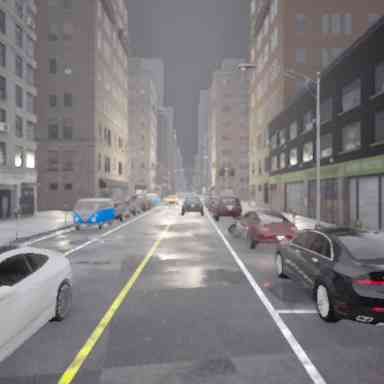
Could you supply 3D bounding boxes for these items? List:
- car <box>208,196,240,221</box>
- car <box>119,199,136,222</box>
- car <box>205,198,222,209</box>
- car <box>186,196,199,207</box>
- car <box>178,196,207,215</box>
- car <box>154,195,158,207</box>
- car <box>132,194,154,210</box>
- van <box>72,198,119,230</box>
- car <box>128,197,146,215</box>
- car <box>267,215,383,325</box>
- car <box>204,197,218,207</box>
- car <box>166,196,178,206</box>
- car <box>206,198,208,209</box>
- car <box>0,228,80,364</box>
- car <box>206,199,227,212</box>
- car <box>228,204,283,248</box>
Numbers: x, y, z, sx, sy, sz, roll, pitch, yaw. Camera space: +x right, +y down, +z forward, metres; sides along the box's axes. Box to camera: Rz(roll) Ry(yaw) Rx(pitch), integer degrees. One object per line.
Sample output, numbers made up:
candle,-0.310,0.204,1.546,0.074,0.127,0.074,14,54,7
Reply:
car,2.667,1.233,25.735,2.192,1.841,5.009,0,0,0
car,-5.859,1.483,25.729,1.947,1.339,4.313,0,0,0
car,2.664,1.426,42.491,1.947,1.339,4.313,0,0,0
car,0.069,1.366,48.361,1.812,1.442,4.674,0,0,0
car,0.064,1.247,32.095,2.097,1.767,4.553,0,0,0
car,-5.861,1.405,42.487,1.887,1.381,4.507,0,0,0
car,-5.859,1.194,36.899,2.192,1.841,5.009,0,0,0
van,-5.858,1.277,20.143,1.690,1.788,3.998,0,0,0
car,-5.860,1.464,31.316,1.947,1.339,4.313,0,0,0
car,3.145,1.482,7.124,1.837,1.490,4.892,0,0,0
car,2.663,1.423,48.076,1.802,1.307,4.206,0,0,0
car,-3.011,1.307,51.783,1.882,1.535,5.008,0,0,0
car,2.666,1.449,31.322,2.008,1.369,4.403,0,0,0
car,-3.100,1.511,4.465,1.812,1.442,4.674,0,0,0
car,2.665,1.445,36.906,1.947,1.339,4.313,0,0,0
car,3.024,1.480,14.384,1.812,1.442,4.674,0,0,-5
